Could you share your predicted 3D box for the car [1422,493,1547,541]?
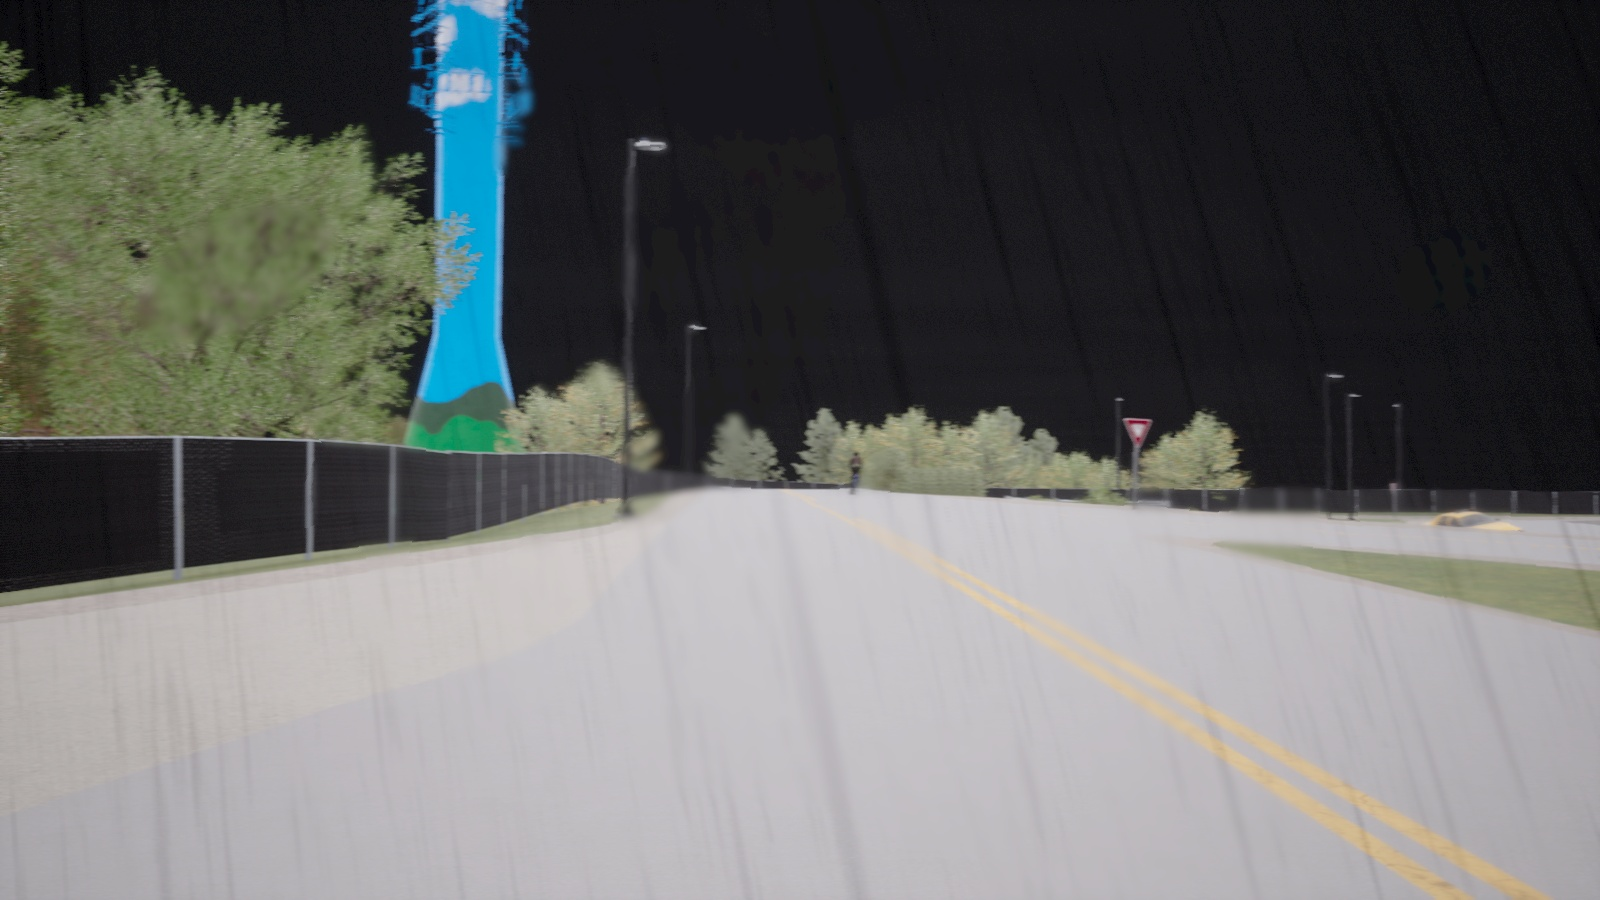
[{"bbox_3d":[28.657,2.775,52.818,1.801,1.575,5.366,-10,-1,-4],"label":"car"}]
